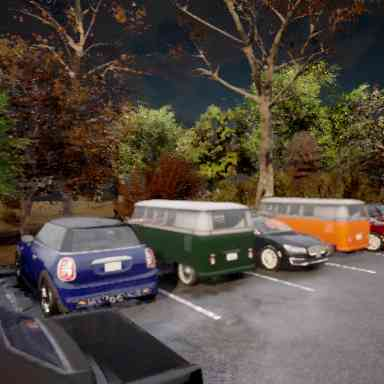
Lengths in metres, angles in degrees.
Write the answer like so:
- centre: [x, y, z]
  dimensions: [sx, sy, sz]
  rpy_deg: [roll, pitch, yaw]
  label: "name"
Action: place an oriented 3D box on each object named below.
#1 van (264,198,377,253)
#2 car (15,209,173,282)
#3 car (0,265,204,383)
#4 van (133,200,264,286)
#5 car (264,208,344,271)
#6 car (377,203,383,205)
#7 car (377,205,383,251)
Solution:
- centre: [4.274, 1.227, 12.779]
  dimensions: [1.878, 1.987, 4.442]
  rpy_deg: [0, 0, -36]
  label: "van"
- centre: [-2.639, 1.349, 7.667]
  dimensions: [2.185, 1.767, 4.553]
  rpy_deg: [0, 0, -35]
  label: "car"
- centre: [-2.303, 1.603, 2.042]
  dimensions: [4.718, 1.301, 1.895]
  rpy_deg: [0, 0, -36]
  label: "car"
- centre: [-0.327, 1.242, 9.500]
  dimensions: [1.878, 1.987, 4.442]
  rpy_deg: [0, 0, -35]
  label: "van"
- centre: [2.038, 1.461, 11.050]
  dimensions: [2.231, 1.521, 4.892]
  rpy_deg: [0, 0, -35]
  label: "car"
- centre: [8.817, 1.314, 15.917]
  dimensions: [2.185, 1.767, 4.553]
  rpy_deg: [0, 0, -36]
  label: "car"
- centre: [6.534, 1.447, 14.256]
  dimensions: [2.097, 1.535, 5.008]
  rpy_deg: [0, 0, -36]
  label: "car"
